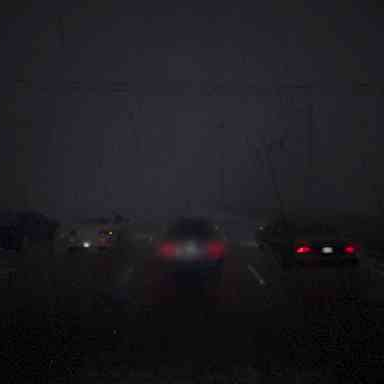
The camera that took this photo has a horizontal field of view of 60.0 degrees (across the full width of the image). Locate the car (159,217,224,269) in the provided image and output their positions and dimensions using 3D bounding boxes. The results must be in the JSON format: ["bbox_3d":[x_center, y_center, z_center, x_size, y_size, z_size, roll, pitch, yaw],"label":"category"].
[{"bbox_3d":[-0.030,1.545,11.066,2.033,1.411,5.357,0,0,0],"label":"car"}]

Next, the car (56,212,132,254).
[{"bbox_3d":[-3.589,1.523,13.438,1.812,1.442,4.674,0,0,-2],"label":"car"}]

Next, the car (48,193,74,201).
[{"bbox_3d":[-32.263,1.211,81.854,5.566,2.045,2.150,0,0,35],"label":"car"}]

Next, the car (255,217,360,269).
[{"bbox_3d":[3.469,1.545,11.066,2.033,1.411,5.357,0,0,0],"label":"car"}]

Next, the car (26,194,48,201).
[{"bbox_3d":[-37.270,1.341,80.910,4.553,1.767,2.097,0,0,28],"label":"car"}]

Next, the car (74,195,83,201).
[{"bbox_3d":[-31.031,1.580,85.254,4.718,1.301,1.895,0,0,32],"label":"car"}]

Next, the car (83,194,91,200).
[{"bbox_3d":[-29.798,1.537,88.620,4.181,1.385,1.994,0,0,32],"label":"car"}]

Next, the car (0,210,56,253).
[{"bbox_3d":[-7.096,1.475,13.627,1.882,1.535,5.008,0,0,-2],"label":"car"}]
